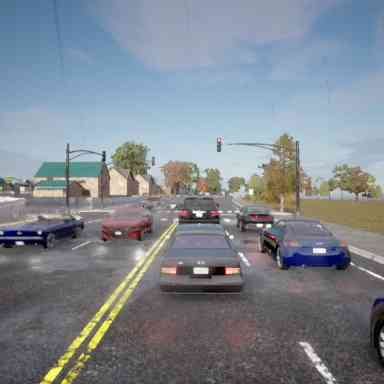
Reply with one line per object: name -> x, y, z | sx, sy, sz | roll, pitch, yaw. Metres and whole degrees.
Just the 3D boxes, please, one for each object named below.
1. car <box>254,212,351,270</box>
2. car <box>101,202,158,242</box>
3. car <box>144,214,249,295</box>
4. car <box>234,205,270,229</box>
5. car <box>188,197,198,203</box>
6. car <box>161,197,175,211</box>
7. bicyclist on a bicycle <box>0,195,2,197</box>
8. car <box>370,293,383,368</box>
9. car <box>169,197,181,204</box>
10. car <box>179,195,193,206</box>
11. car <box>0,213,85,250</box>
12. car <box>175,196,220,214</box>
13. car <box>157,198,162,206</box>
car -> 3.502, 1.570, 11.068 | 1.994, 1.385, 4.181 | 0, 0, 1
car -> -3.085, 1.491, 16.701 | 1.882, 1.535, 5.008 | 0, 0, 1
car -> 0.206, 1.553, 8.859 | 2.033, 1.411, 5.357 | 0, 0, 1
car -> 3.693, 1.520, 19.961 | 1.837, 1.490, 4.892 | 0, 0, 3
car -> 0.175, 1.743, 73.891 | 1.895, 1.301, 4.718 | 0, 0, 5
car -> -2.127, 1.549, 41.777 | 2.128, 1.511, 4.902 | 0, 0, 3
bicyclist on a bicycle -> -23.939, 1.035, 41.330 | 0.582, 1.620, 1.656 | 1, -1, 16
car -> 3.385, 1.353, 2.548 | 2.097, 1.767, 4.553 | 0, 0, 0
car -> -3.470, 1.699, 69.337 | 1.994, 1.385, 4.181 | 0, 0, 4
car -> -1.066, 1.451, 58.920 | 2.097, 1.767, 4.553 | 0, 0, 4
car -> -6.387, 1.613, 14.624 | 1.895, 1.301, 4.718 | 0, 0, 1
car -> 0.425, 1.237, 19.106 | 2.150, 2.045, 5.566 | 0, 0, 1
car -> -4.547, 1.642, 55.886 | 2.033, 1.411, 5.357 | 0, 0, 4
